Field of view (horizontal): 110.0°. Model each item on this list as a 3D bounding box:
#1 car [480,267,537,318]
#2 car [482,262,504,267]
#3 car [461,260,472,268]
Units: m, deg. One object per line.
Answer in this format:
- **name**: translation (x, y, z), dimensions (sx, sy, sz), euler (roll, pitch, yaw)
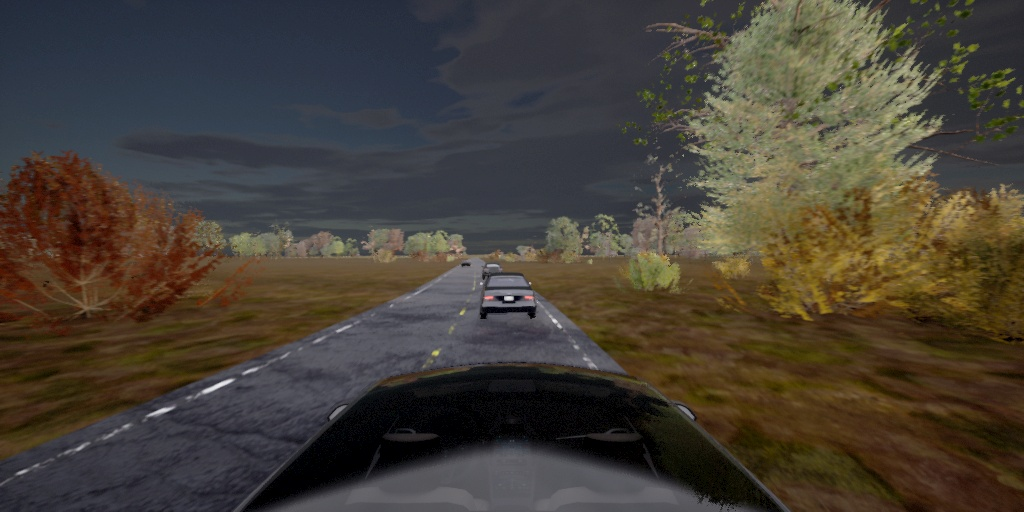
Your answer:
- **car**: translation (-0.209, 1.297, 13.044), dimensions (2.033, 1.411, 5.357), euler (0, 0, -3)
- **car**: translation (-1.722, 1.277, 32.122), dimensions (1.812, 1.442, 4.674), euler (0, 0, -6)
- **car**: translation (-7.935, 1.362, 62.344), dimensions (1.895, 1.301, 4.718), euler (0, 0, -5)
